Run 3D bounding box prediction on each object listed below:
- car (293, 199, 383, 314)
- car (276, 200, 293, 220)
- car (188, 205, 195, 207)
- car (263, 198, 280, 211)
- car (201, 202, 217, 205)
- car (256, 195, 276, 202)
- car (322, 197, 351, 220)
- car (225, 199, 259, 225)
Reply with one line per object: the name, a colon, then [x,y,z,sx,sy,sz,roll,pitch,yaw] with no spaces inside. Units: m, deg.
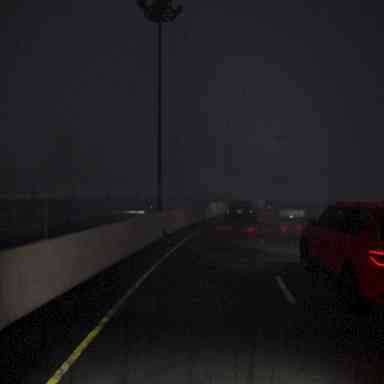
car: [4.101,1.233,7.656,2.150,2.045,5.566,0,0,5]
car: [8.451,1.625,28.034,1.895,1.301,4.718,0,0,18]
car: [0.639,1.564,46.005,1.994,1.385,4.181,0,0,27]
car: [10.201,1.533,41.280,1.837,1.490,4.892,0,0,26]
car: [3.085,1.514,43.068,1.837,1.490,4.892,0,0,26]
car: [16.715,1.472,74.954,2.033,1.411,5.357,0,0,43]
car: [12.766,1.388,29.621,2.097,1.767,4.553,0,0,19]
car: [3.744,1.361,24.392,2.097,1.767,4.553,0,0,15]
